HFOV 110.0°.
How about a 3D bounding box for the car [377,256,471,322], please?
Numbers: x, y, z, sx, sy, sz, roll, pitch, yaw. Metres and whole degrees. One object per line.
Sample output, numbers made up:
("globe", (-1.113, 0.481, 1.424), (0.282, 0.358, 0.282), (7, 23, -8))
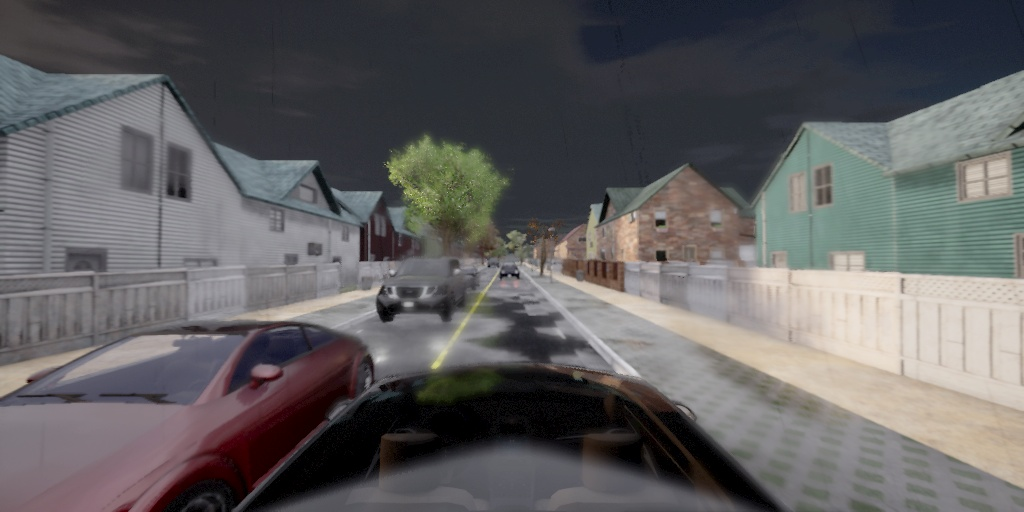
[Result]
("car", (-2.946, 1.029, 12.906), (2.150, 2.045, 5.566), (0, 0, 0))

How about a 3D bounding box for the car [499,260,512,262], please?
("car", (-0.350, 1.416, 45.626), (1.882, 1.535, 5.008), (0, 0, -1))

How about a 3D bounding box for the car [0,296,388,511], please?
("car", (-2.849, 1.333, 3.269), (1.994, 1.385, 4.181), (0, 0, -1))

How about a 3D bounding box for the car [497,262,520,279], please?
("car", (-0.223, 1.488, 34.297), (1.895, 1.301, 4.718), (0, 0, -1))

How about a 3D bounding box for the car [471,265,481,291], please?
("car", (-3.039, 1.342, 22.993), (2.128, 1.511, 4.902), (0, 0, 0))
